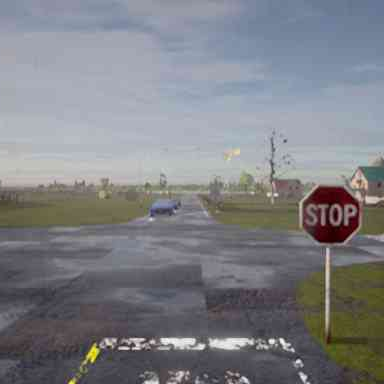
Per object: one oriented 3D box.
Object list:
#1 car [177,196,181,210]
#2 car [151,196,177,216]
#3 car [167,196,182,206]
[{"bbox_3d":[-2.744,1.491,41.633,1.994,1.385,4.181,0,0,0],"label":"car"},{"bbox_3d":[-2.756,1.422,31.658,1.882,1.535,5.008,0,0,0],"label":"car"},{"bbox_3d":[-2.714,1.401,52.071,2.128,1.511,4.902,0,0,1],"label":"car"}]
